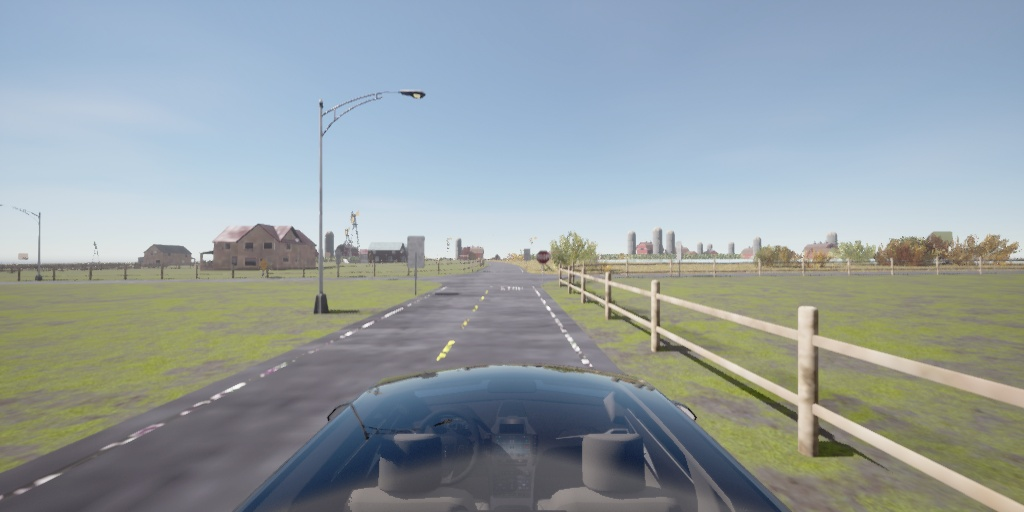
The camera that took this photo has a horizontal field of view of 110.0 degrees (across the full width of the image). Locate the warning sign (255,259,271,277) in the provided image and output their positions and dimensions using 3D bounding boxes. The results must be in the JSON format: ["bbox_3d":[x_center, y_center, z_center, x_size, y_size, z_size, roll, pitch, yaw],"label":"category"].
[{"bbox_3d":[-25.791,1.217,37.142,1.060,1.860,1.300,0,0,-1],"label":"warning sign"}]
